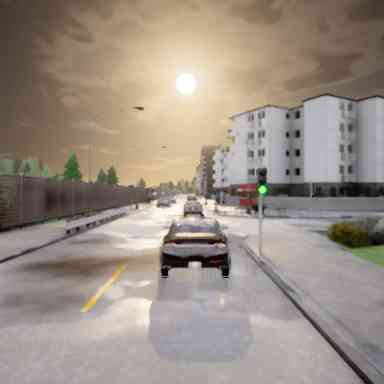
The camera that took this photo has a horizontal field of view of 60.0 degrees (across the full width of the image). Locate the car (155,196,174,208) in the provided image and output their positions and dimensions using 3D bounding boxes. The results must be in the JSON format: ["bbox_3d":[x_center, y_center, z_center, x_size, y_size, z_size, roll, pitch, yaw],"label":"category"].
[{"bbox_3d":[-4.089,1.507,48.036,1.837,1.490,4.892,0,0,0],"label":"car"}]

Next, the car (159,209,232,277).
[{"bbox_3d":[0.110,1.492,10.230,2.128,1.511,4.902,0,0,1],"label":"car"}]

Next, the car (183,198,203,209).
[{"bbox_3d":[0.095,1.549,31.852,2.033,1.411,5.357,0,0,0],"label":"car"}]

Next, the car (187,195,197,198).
[{"bbox_3d":[-0.008,1.357,70.360,2.097,1.767,4.553,0,0,0],"label":"car"}]

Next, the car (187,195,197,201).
[{"bbox_3d":[-0.008,1.426,80.392,2.128,1.511,4.902,0,0,0],"label":"car"}]

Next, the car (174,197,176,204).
[{"bbox_3d":[-4.030,1.552,64.033,2.033,1.411,5.357,0,0,1],"label":"car"}]
